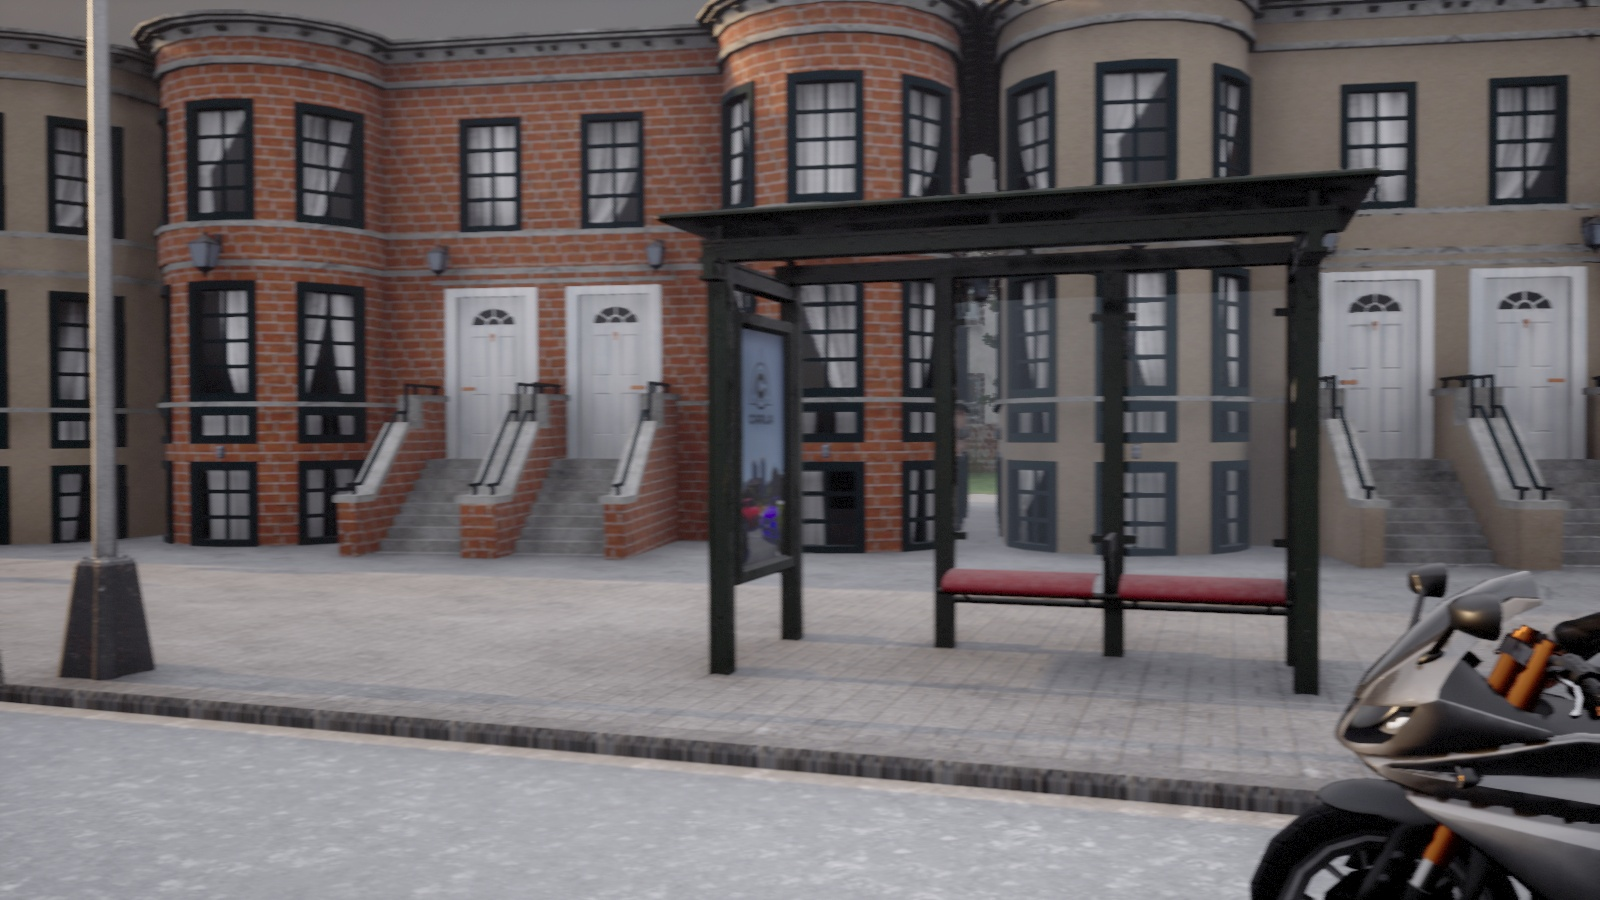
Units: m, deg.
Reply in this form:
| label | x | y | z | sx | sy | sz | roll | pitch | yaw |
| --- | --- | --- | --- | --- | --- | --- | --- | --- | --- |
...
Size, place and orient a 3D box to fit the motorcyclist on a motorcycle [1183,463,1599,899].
| label | x | y | z | sx | sy | sz | roll | pitch | yaw |
| --- | --- | --- | --- | --- | --- | --- | --- | --- | --- |
| motorcyclist on a motorcycle | 2.080 | 0.821 | 3.021 | 2.191 | 1.530 | 0.866 | 1 | 1 | 19 |

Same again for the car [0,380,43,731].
| label | x | y | z | sx | sy | sz | roll | pitch | yaw |
| --- | --- | --- | --- | --- | --- | --- | --- | --- | --- |
| car | -6.413 | 0.487 | 5.876 | 5.027 | 1.651 | 2.152 | 1 | 1 | 18 |
